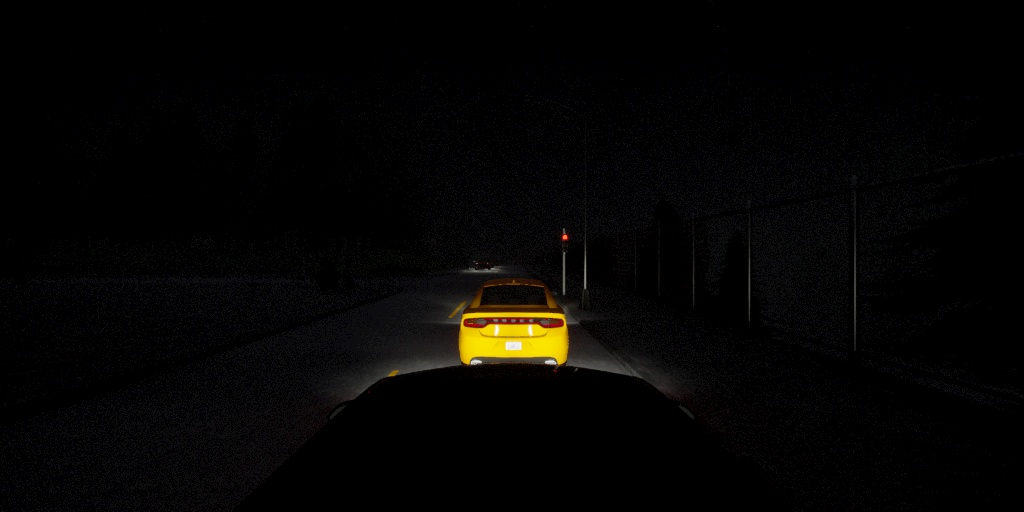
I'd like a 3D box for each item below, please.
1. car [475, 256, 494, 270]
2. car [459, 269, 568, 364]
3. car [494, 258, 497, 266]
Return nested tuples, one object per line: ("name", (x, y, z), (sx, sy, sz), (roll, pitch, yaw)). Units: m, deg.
("car", (-4.122, 1.102, 51.948), (2.097, 1.767, 4.553), (0, 0, 0))
("car", (0.043, 1.228, 7.979), (1.882, 1.535, 5.008), (0, 0, 0))
("car", (-4.108, 1.351, 62.224), (1.895, 1.301, 4.718), (0, 0, 0))
